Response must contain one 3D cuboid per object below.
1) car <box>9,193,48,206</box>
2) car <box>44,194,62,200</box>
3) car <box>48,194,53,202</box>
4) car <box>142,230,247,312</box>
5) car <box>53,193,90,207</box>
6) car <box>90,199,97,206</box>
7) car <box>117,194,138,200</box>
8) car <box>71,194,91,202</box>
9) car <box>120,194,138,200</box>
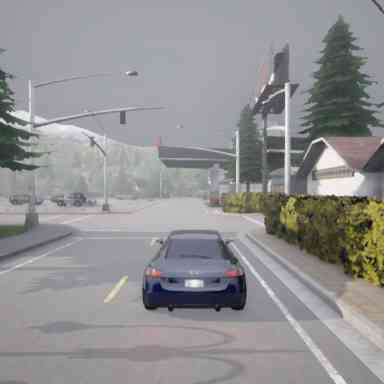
[{"bbox_3d":[-24.659,1.079,49.623,4.605,1.855,1.932,0,0,-1],"label":"car"},{"bbox_3d":[-35.099,1.352,84.005,3.806,1.475,1.970,0,0,-1],"label":"car"},{"bbox_3d":[-24.021,1.274,62.083,4.514,1.523,2.007,0,0,-1],"label":"car"},{"bbox_3d":[0.059,1.561,7.798,1.994,1.385,4.181,0,0,1],"label":"car"},{"bbox_3d":[-16.772,1.059,46.382,3.866,1.878,1.905,0,0,-1],"label":"car"},{"bbox_3d":[-16.180,1.342,49.711,3.806,1.475,1.970,0,0,-1],"label":"car"},{"bbox_3d":[-16.433,1.299,83.967,5.027,1.636,2.152,0,0,-1],"label":"car"},{"bbox_3d":[-24.037,1.292,72.076,3.633,1.501,1.845,0,0,-1],"label":"car"},{"bbox_3d":[-16.503,1.306,87.104,4.514,1.523,2.007,0,0,-1],"label":"car"}]
